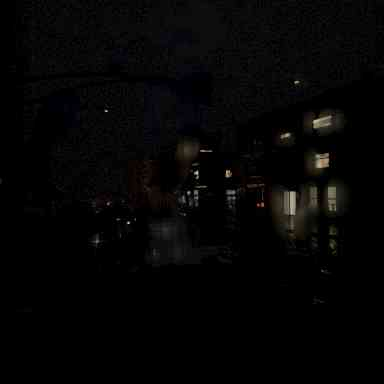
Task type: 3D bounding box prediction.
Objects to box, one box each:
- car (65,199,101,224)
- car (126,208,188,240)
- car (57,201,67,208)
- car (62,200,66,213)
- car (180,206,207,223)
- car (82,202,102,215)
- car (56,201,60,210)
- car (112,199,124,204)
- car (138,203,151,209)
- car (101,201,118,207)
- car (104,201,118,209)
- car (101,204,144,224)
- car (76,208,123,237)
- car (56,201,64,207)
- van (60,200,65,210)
[{"bbox_3d":[-10.012,1.852,30.340,2.192,1.841,5.009,-2,0,-24],"label":"car"},{"bbox_3d":[-2.132,1.861,19.040,1.994,1.385,4.181,-1,-1,-24],"label":"car"},{"bbox_3d":[-30.087,2.873,76.712,1.887,1.381,4.507,-2,0,-24],"label":"car"},{"bbox_3d":[-14.344,2.150,40.524,1.967,1.590,4.097,-2,0,-24],"label":"car"},{"bbox_3d":[-0.188,1.926,29.364,2.008,1.369,4.403,-2,0,-24],"label":"car"},{"bbox_3d":[-13.976,2.257,46.369,2.128,1.511,4.902,-1,-1,-23],"label":"car"},{"bbox_3d":[-23.465,2.383,61.492,2.192,1.841,5.009,-2,0,-24],"label":"car"},{"bbox_3d":[-13.570,2.213,59.755,2.192,1.841,5.009,-2,0,-24],"label":"car"},{"bbox_3d":[-6.630,2.177,43.864,2.008,1.369,4.403,-2,0,-24],"label":"car"},{"bbox_3d":[-9.909,2.109,36.914,1.837,1.490,4.892,-1,-1,-23],"label":"car"},{"bbox_3d":[-15.840,2.512,64.984,1.752,1.417,4.829,-2,0,-24],"label":"car"},{"bbox_3d":[-5.880,1.992,27.633,2.033,1.411,5.357,-1,-1,-24],"label":"car"},{"bbox_3d":[-5.901,1.940,20.847,1.947,1.339,4.313,-2,0,-24],"label":"car"},{"bbox_3d":[-34.439,3.024,86.705,1.752,1.417,4.829,-2,0,-24],"label":"car"},{"bbox_3d":[-19.046,2.236,51.344,1.690,1.788,3.998,-2,0,-24],"label":"van"}]
